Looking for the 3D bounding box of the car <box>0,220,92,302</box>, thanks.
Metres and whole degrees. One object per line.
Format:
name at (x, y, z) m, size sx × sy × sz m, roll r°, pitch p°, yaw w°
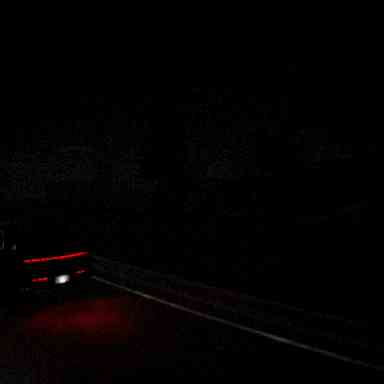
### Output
car at (-4.341, 1.460, 8.239) m, size 4.892 × 1.490 × 1.837 m, roll 1°, pitch 0°, yaw 43°
